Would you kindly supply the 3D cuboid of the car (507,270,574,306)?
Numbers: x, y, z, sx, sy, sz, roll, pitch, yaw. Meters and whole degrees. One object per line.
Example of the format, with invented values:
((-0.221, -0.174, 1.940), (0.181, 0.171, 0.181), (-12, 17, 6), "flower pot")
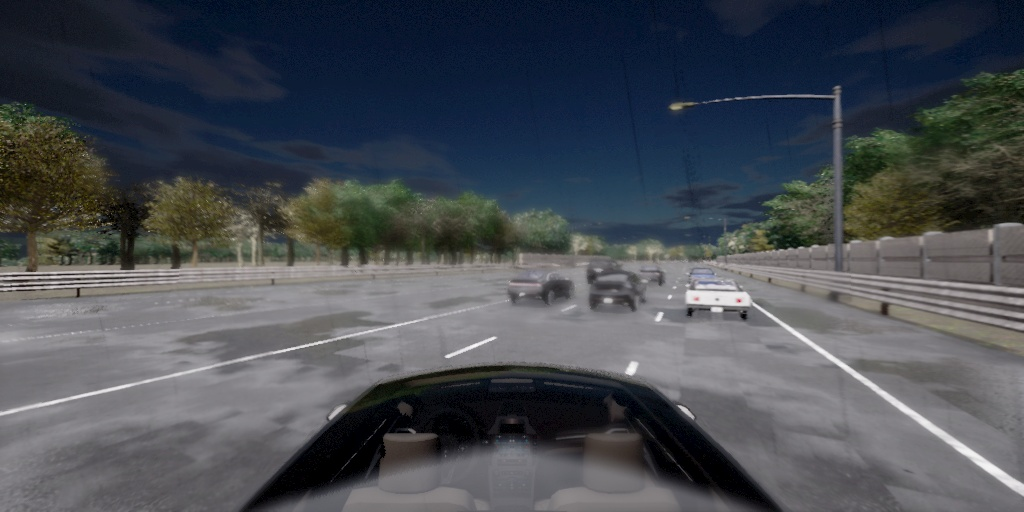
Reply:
((1.504, 1.412, 16.982), (2.128, 1.511, 4.902), (0, -1, 27), "car")

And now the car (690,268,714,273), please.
((13.992, 1.568, 26.462), (2.033, 1.411, 5.357), (0, -1, 26), "car")

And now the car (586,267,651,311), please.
((4.641, 1.406, 15.431), (1.837, 1.490, 4.892), (0, 0, 27), "car")

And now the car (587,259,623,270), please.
((7.747, 1.286, 29.632), (2.150, 2.045, 5.566), (0, 0, 27), "car")

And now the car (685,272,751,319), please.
((7.662, 1.477, 13.650), (1.895, 1.301, 4.718), (0, -1, 27), "car")

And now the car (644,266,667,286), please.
((11.290, 1.543, 28.877), (2.128, 1.511, 4.902), (0, -1, 27), "car")
